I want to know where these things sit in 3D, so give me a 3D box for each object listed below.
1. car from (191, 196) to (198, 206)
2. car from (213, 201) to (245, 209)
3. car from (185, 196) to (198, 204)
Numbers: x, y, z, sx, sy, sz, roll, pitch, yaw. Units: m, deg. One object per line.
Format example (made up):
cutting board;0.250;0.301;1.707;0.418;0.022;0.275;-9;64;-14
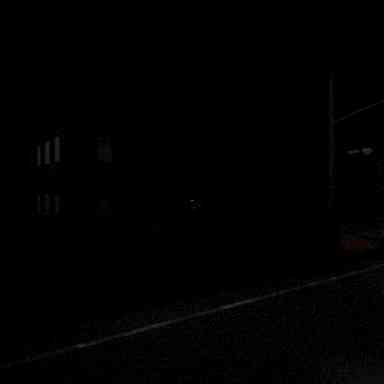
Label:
car;-0.218;1.655;58.480;2.128;1.511;4.902;0;0;-2
car;3.568;1.665;31.780;1.837;1.490;4.892;0;0;-28
car;-0.041;1.640;68.525;1.882;1.535;5.008;0;0;9
